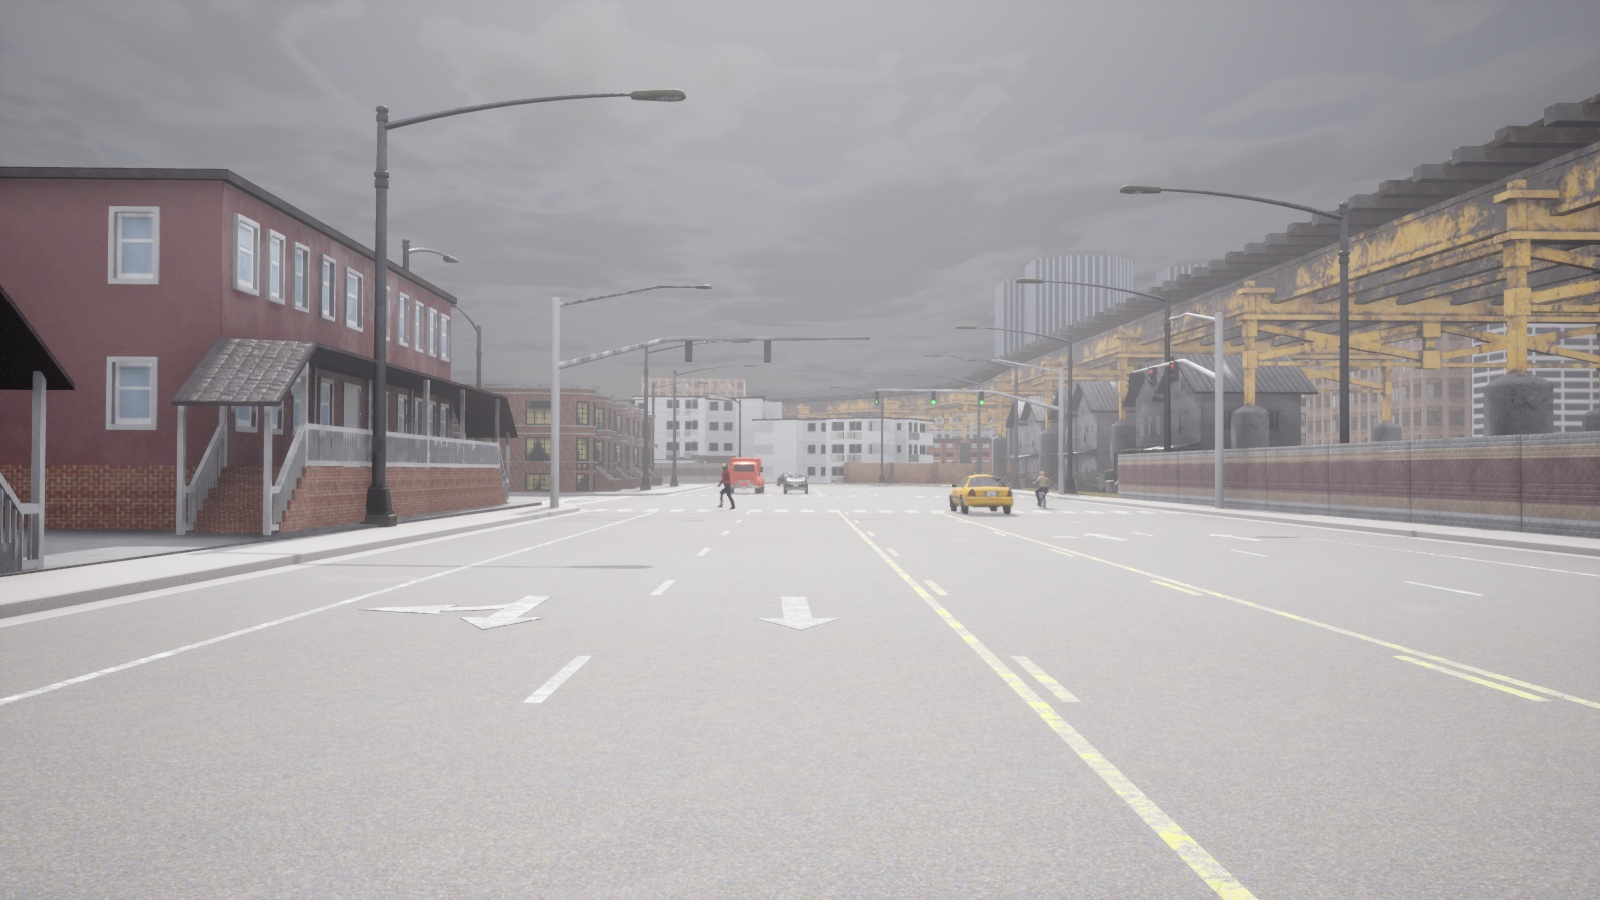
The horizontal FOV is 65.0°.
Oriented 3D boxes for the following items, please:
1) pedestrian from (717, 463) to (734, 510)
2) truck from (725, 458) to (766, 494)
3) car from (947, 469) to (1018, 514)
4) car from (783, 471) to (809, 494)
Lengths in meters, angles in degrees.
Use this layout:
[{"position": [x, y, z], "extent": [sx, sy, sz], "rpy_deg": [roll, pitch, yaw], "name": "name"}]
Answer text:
[{"position": [-2.916, 1.435, 49.158], "extent": [0.636, 1.846, 0.331], "rpy_deg": [0, -1, 9], "name": "pedestrian"}, {"position": [-3.769, 1.805, 87.320], "extent": [2.627, 2.467, 5.204], "rpy_deg": [0, -1, 0], "name": "truck"}, {"position": [6.821, 1.521, 47.437], "extent": [1.801, 1.575, 5.366], "rpy_deg": [0, -1, -1], "name": "car"}, {"position": [-0.259, 2.240, 86.340], "extent": [1.789, 1.549, 3.705], "rpy_deg": [0, -1, 0], "name": "car"}]
